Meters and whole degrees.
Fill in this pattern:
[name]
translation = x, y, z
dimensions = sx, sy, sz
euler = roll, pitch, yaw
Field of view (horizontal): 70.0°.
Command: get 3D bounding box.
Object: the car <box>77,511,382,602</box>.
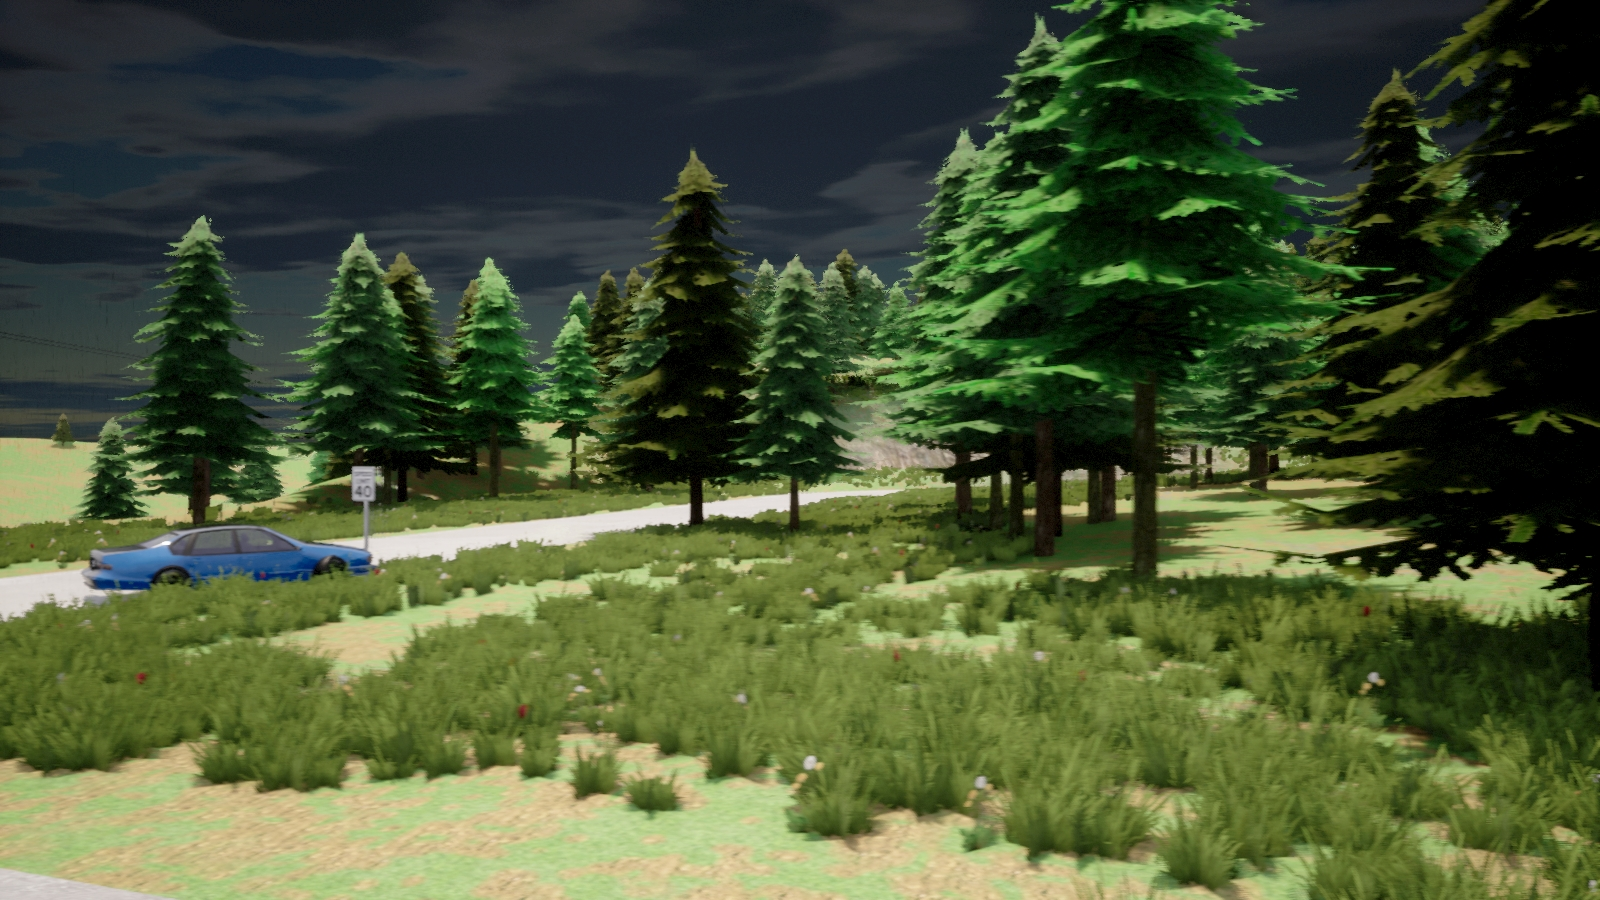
[car]
translation = -11.714, 2.104, 23.707
dimensions = 5.357, 1.411, 2.033
euler = 0, 0, -39
